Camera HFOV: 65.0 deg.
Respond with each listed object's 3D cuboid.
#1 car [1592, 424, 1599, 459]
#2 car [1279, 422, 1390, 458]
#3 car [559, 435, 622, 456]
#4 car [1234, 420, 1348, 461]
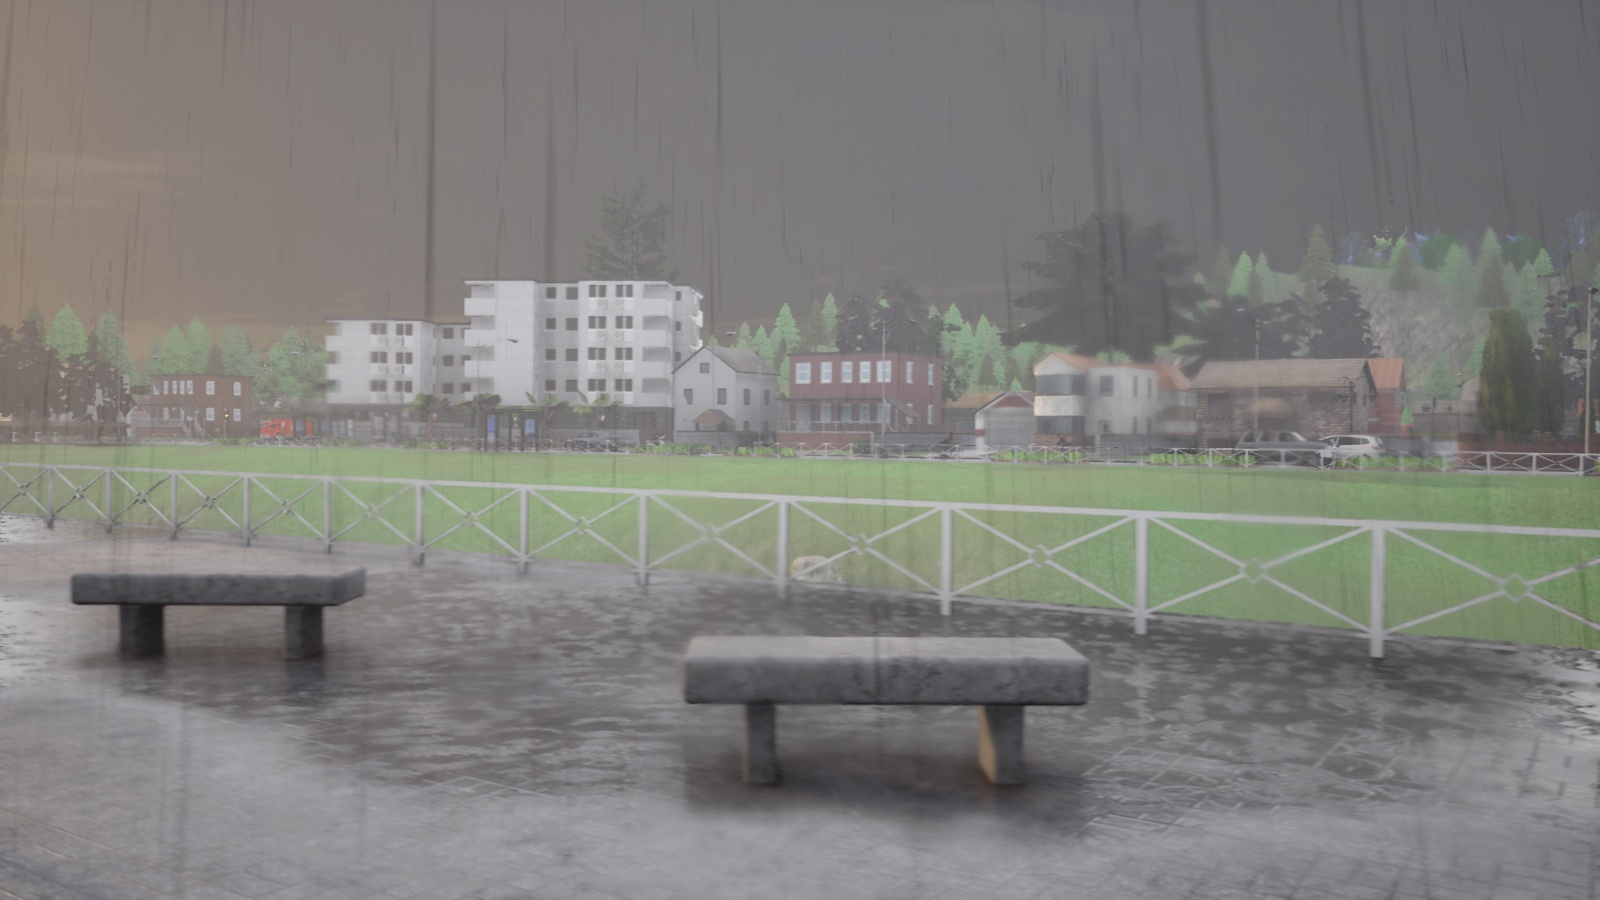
[{"bbox_3d":[36.682,-0.390,53.902,4.514,1.525,2.007,0,1,34],"label":"car"},{"bbox_3d":[25.972,-0.492,61.018,4.611,1.667,2.242,0,1,34],"label":"car"},{"bbox_3d":[-14.697,-0.323,88.053,4.193,1.474,1.816,0,1,34],"label":"car"},{"bbox_3d":[22.786,-0.454,58.332,4.605,1.855,1.932,0,1,34],"label":"car"}]
